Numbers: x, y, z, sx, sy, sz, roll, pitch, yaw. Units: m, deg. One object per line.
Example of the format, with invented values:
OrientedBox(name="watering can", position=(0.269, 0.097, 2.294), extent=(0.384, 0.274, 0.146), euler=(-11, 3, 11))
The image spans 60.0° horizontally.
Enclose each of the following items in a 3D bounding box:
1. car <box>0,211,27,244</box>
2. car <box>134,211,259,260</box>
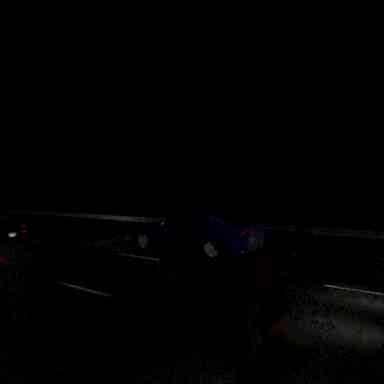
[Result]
OrientedBox(name="car", position=(-9.023, 1.521, 14.521), extent=(4.674, 1.442, 1.812), euler=(0, 0, 35))
OrientedBox(name="car", position=(0.005, 1.466, 12.460), extent=(5.008, 1.535, 1.882), euler=(0, 0, 35))
